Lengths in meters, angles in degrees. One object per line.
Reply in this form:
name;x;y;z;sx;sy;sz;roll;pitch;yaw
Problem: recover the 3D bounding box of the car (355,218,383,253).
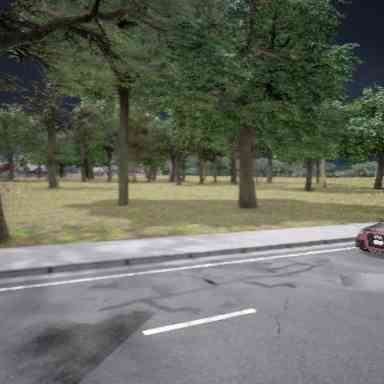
car;7.598;1.402;11.343;4.181;1.385;1.994;0;1;-28
